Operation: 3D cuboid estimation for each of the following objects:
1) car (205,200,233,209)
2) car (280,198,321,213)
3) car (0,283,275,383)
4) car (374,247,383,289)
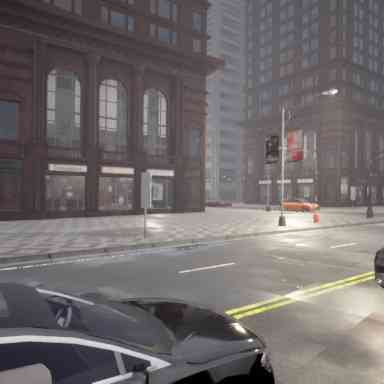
[{"bbox_3d":[3.964,1.854,50.470,1.895,1.301,4.718,1,-1,-35],"label":"car"},{"bbox_3d":[12.514,1.537,38.427,2.097,1.767,4.553,1,-1,-35],"label":"car"},{"bbox_3d":[-1.456,1.492,2.400,4.902,1.511,2.128,0,0,-35],"label":"car"},{"bbox_3d":[6.162,1.516,7.819,4.892,1.490,1.837,0,0,-35],"label":"car"}]
